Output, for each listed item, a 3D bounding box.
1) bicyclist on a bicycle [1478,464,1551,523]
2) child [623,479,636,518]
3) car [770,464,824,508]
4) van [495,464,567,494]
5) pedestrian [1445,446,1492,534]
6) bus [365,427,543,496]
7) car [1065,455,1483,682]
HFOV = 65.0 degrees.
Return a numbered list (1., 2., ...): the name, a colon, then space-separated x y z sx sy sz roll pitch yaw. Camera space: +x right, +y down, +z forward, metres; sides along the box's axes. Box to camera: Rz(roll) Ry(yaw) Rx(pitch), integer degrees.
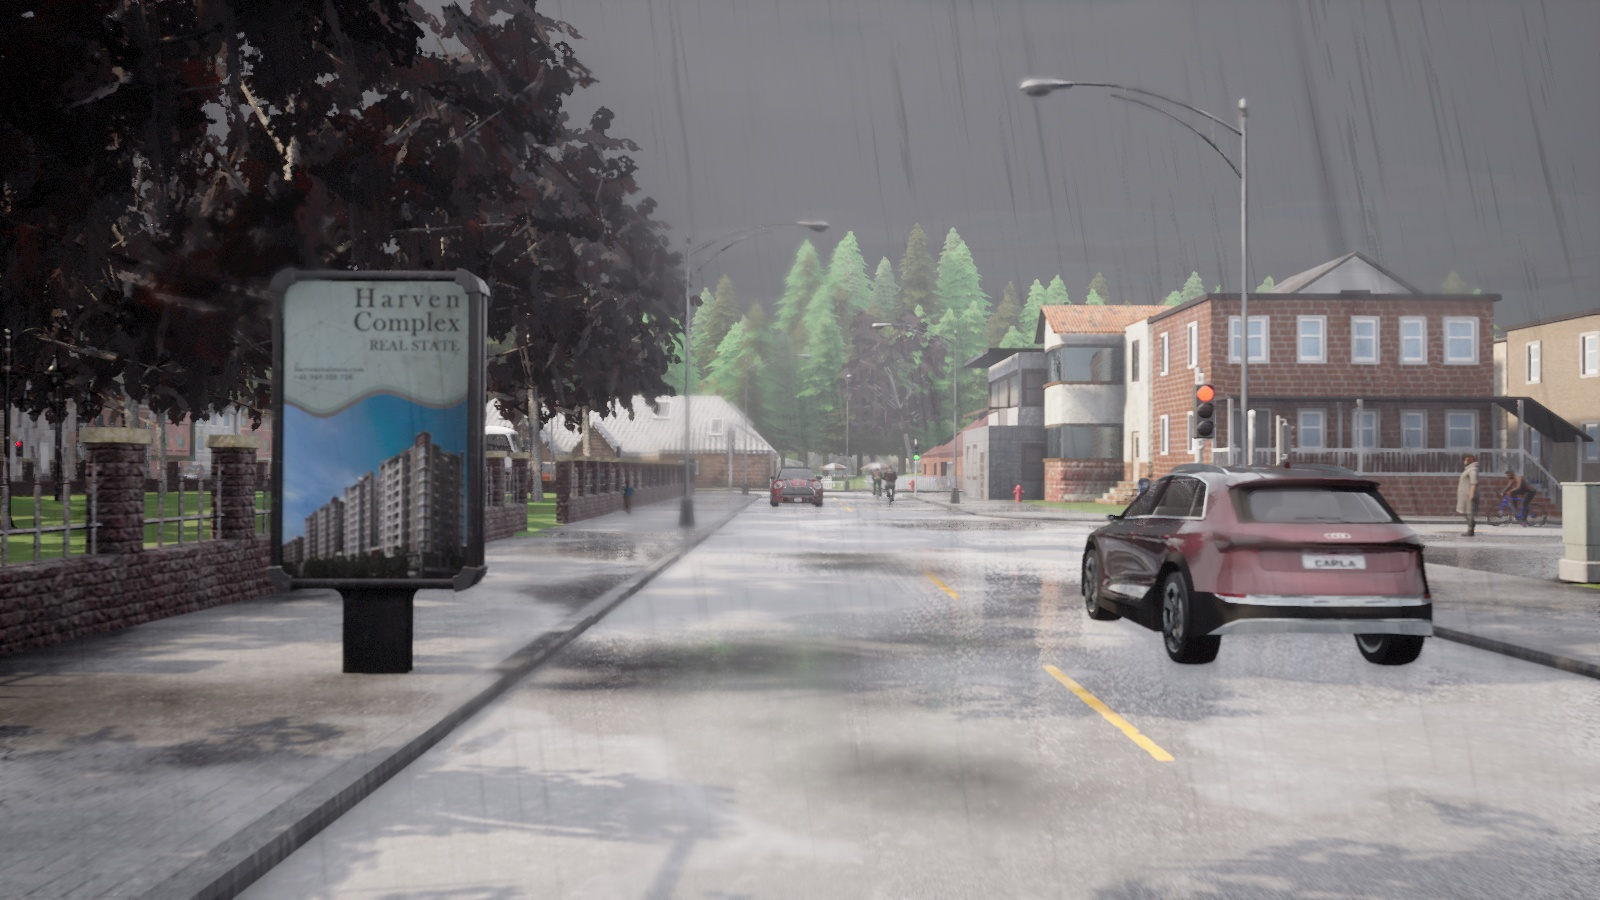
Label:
1. bicyclist on a bicycle: 19.999 1.220 35.167 1.656 1.620 0.582 -1 -1 1
2. child: -5.352 1.522 39.337 0.343 1.192 0.448 0 -1 0
3. car: -0.170 1.481 53.257 2.097 1.767 4.553 0 -1 -3
4. van: -18.029 1.921 84.329 4.442 1.987 1.775 0 -1 3
5. pedestrian: 15.119 0.893 28.399 0.873 1.952 0.659 -1 -1 31
6. bus: -21.976 0.745 80.312 10.273 4.253 3.944 0 -1 -1
7. car: 3.978 0.903 11.624 2.033 1.649 4.856 0 -1 0
